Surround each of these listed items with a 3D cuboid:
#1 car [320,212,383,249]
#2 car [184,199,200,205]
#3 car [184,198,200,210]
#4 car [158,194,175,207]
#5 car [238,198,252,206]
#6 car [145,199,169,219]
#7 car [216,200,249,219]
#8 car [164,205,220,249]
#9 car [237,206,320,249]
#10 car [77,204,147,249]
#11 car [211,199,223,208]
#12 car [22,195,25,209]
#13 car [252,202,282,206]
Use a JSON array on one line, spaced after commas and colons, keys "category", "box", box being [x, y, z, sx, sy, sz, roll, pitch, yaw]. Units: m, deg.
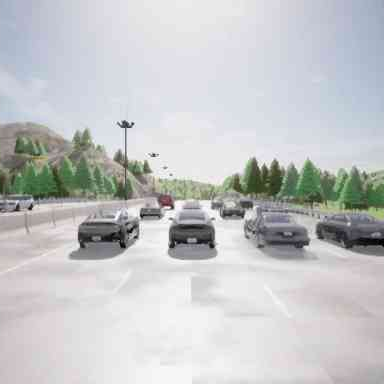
[{"category": "car", "box": [7.001, 1.586, 14.651, 1.994, 1.385, 4.181, 0, 0, 0]}, {"category": "car", "box": [0.001, 1.559, 29.651, 1.812, 1.442, 4.674, 0, 0, 0]}, {"category": "car", "box": [0.001, 1.603, 44.851, 2.033, 1.411, 5.357, 0, 0, 0]}, {"category": "car", "box": [-3.498, 1.295, 44.882, 2.150, 2.045, 5.566, 0, 0, 0]}, {"category": "car", "box": [7.002, 1.531, 44.851, 1.882, 1.535, 5.008, 0, 0, 0]}, {"category": "car", "box": [-3.499, 1.587, 29.651, 2.033, 1.411, 5.357, 0, 0, 0]}, {"category": "car", "box": [3.501, 1.646, 29.681, 1.895, 1.301, 4.718, 0, 0, 0]}, {"category": "car", "box": [0.001, 1.531, 14.651, 1.837, 1.490, 4.892, 0, 0, 0]}, {"category": "car", "box": [3.500, 1.578, 14.651, 2.033, 1.411, 5.357, 0, 0, 0]}, {"category": "car", "box": [-3.499, 1.506, 14.651, 2.128, 1.511, 4.902, 0, 0, 0]}, {"category": "car", "box": [3.501, 1.606, 44.851, 2.033, 1.411, 5.357, 0, 0, 0]}, {"category": "car", "box": [-20.998, 1.344, 39.822, 2.150, 2.045, 5.566, 0, 0, 0]}, {"category": "car", "box": [7.001, 1.648, 29.681, 1.895, 1.301, 4.718, 0, 0, 0]}]
